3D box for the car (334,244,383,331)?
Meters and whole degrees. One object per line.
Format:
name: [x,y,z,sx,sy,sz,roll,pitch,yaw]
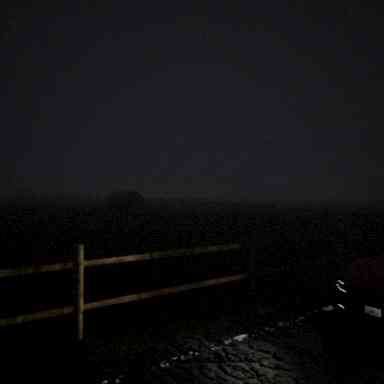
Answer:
car: [4.750,1.534,6.439,5.008,1.535,1.882,0,0,-35]
